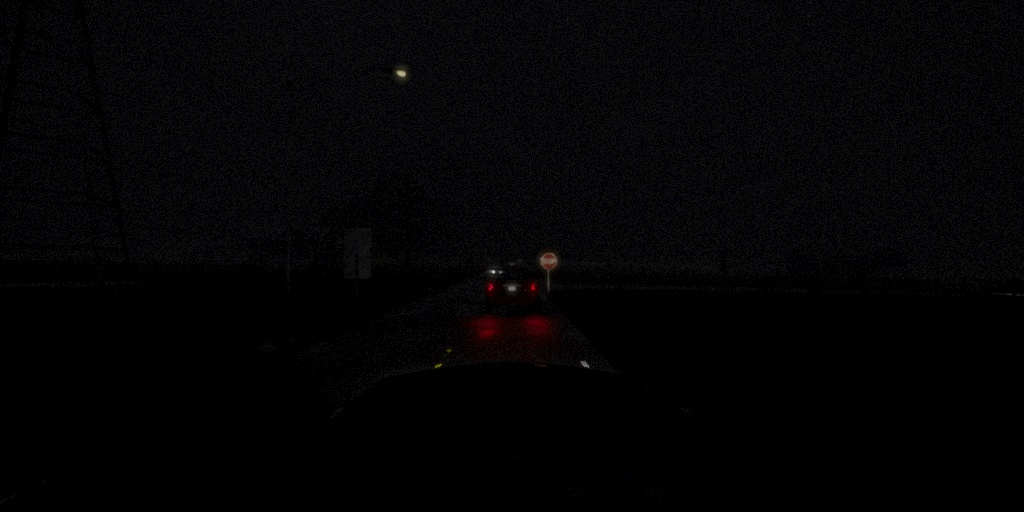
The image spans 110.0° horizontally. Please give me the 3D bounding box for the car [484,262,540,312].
[{"bbox_3d":[0.019,1.247,15.291,2.097,1.767,4.553,0,-1,0],"label":"car"}]

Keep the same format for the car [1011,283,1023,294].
[{"bbox_3d":[47.230,2.683,31.544,4.892,1.490,1.837,2,-2,0],"label":"car"}]
